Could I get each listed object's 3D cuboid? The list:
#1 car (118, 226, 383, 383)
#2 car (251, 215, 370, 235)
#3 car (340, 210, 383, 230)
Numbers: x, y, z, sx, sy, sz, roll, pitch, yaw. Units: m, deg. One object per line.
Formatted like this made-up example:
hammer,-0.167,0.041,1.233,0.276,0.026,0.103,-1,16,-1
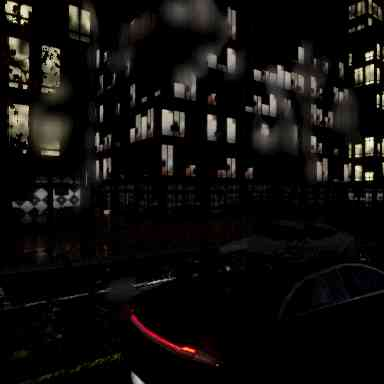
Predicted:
car,1.497,1.491,4.380,4.902,1.511,2.128,0,0,-35
car,2.741,1.525,9.181,4.674,1.442,1.812,0,0,-36
car,8.140,1.563,16.226,4.313,1.339,1.947,0,0,-36
